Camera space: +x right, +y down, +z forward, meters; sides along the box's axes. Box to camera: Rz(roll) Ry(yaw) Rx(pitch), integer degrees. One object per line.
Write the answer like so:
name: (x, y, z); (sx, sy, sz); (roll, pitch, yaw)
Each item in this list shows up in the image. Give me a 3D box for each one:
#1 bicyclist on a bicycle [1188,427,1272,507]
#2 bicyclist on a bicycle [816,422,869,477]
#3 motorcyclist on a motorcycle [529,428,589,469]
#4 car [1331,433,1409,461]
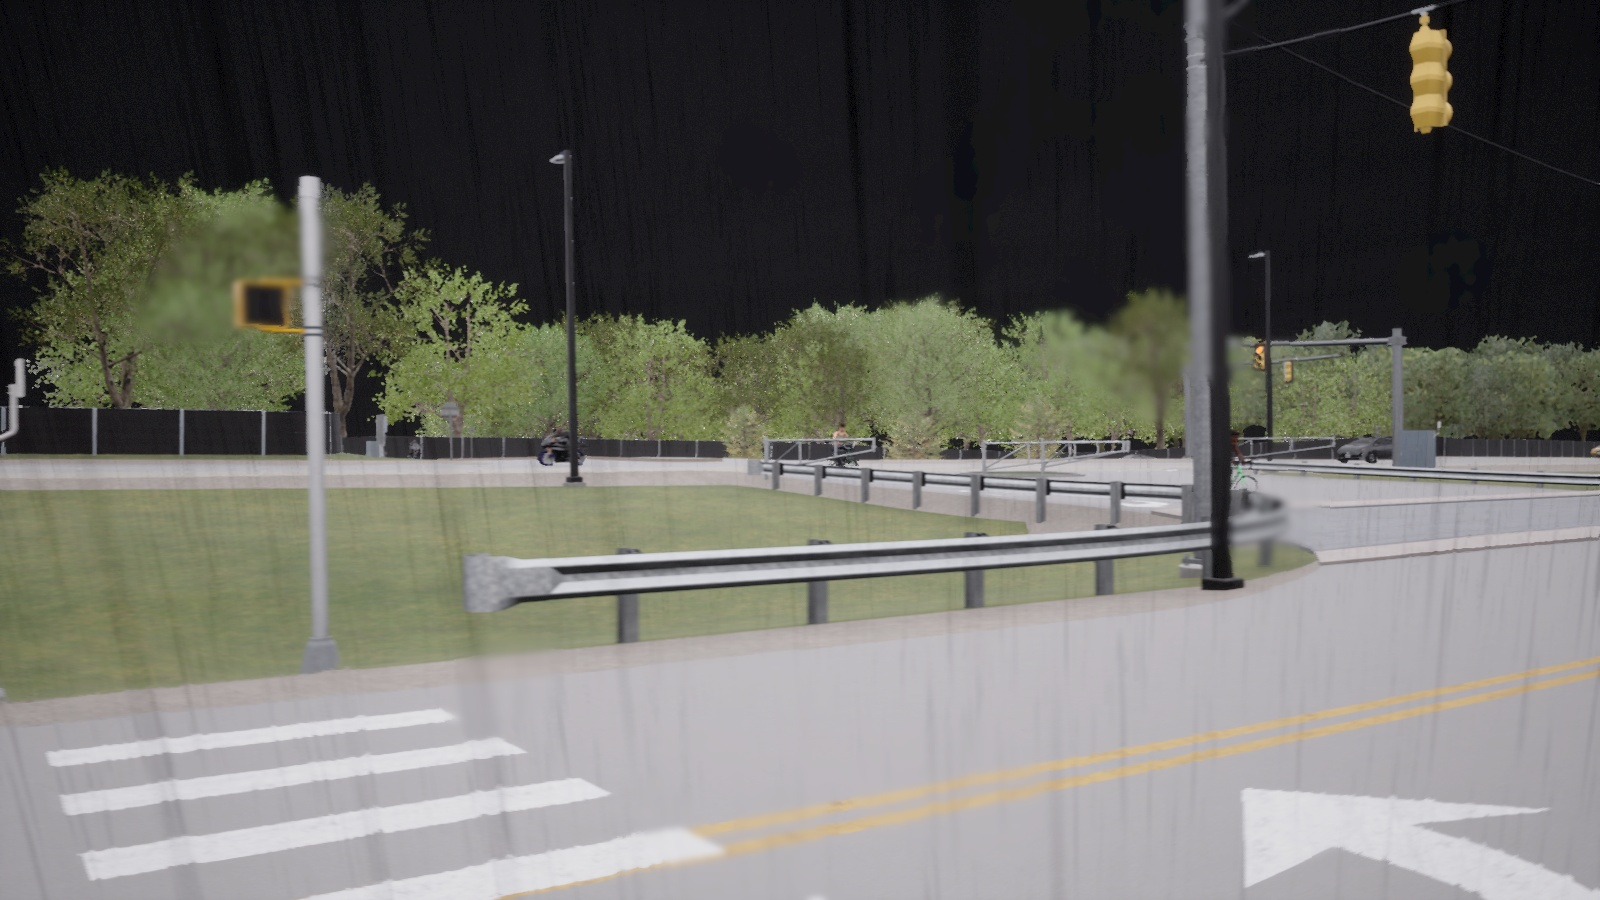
bicyclist on a bicycle: (8.957, 0.374, 26.242); (0.582, 1.620, 1.656); (0, -2, -27)
bicyclist on a bicycle: (1.281, -0.026, 37.870); (0.866, 1.612, 1.509); (0, 2, -34)
motorcyclist on a motorcycle: (-9.218, -0.066, 48.173); (0.866, 1.530, 2.191); (-2, -1, 39)
car: (32.703, -0.173, 72.056); (4.514, 1.525, 2.007); (0, 0, -34)
